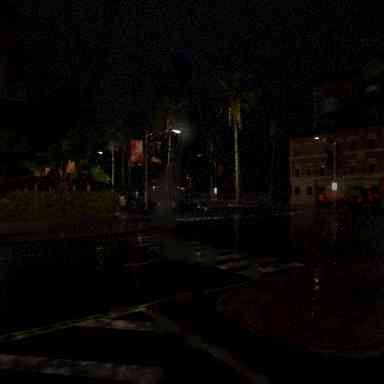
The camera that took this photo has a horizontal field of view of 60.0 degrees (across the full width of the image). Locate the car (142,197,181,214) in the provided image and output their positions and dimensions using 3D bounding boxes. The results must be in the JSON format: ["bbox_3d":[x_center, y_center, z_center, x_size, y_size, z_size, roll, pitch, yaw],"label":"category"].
[{"bbox_3d":[-3.618,1.352,36.013,2.097,1.767,4.553,0,0,-35],"label":"car"}]

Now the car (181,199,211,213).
[{"bbox_3d":[0.128,1.526,36.768,1.812,1.442,4.674,0,0,-35],"label":"car"}]

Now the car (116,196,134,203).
[{"bbox_3d":[-13.876,1.522,68.680,1.812,1.442,4.674,0,0,-39],"label":"car"}]

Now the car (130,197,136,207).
[{"bbox_3d":[-10.714,1.547,52.148,2.033,1.411,5.357,0,0,-35],"label":"car"}]
